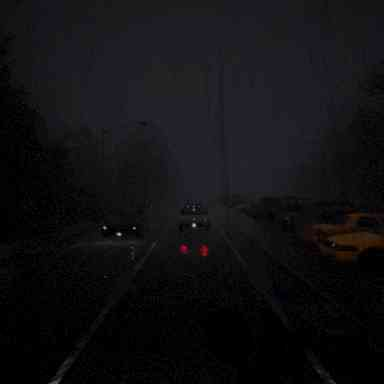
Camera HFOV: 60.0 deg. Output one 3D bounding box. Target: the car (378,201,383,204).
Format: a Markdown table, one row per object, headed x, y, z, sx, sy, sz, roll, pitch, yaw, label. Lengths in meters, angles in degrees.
| x | y | z | sx | sy | sz | roll | pitch | yaw | label |
| --- | --- | --- | --- | --- | --- | --- | --- | --- | --- |
| 20.119 | 1.254 | 29.366 | 5.566 | 2.045 | 2.435 | 0 | 0 | 0 | car |

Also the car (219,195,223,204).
| x | y | z | sx | sy | sz | roll | pitch | yaw | label |
| --- | --- | --- | --- | --- | --- | --- | --- | --- | --- |
| 7.213 | 1.576 | 51.748 | 5.008 | 1.535 | 2.097 | 0 | 0 | 0 | car |

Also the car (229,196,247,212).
| x | y | z | sx | sy | sz | roll | pitch | yaw | label |
| --- | --- | --- | --- | --- | --- | --- | --- | --- | --- |
| 6.920 | 1.524 | 35.092 | 5.366 | 1.575 | 1.946 | 0 | 0 | 0 | car |

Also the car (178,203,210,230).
| x | y | z | sx | sy | sz | roll | pitch | yaw | label |
| --- | --- | --- | --- | --- | --- | --- | --- | --- | --- |
| 0.133 | 1.606 | 21.202 | 1.895 | 1.301 | 4.718 | 0 | 0 | 0 | car |

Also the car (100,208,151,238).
| x | y | z | sx | sy | sz | roll | pitch | yaw | label |
| --- | --- | --- | --- | --- | --- | --- | --- | --- | --- |
| -3.326 | 1.549 | 17.829 | 2.033 | 1.411 | 5.357 | 0 | 0 | 0 | car |

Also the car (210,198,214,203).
| x | y | z | sx | sy | sz | roll | pitch | yaw | label |
| --- | --- | --- | --- | --- | --- | --- | --- | --- | --- |
| 7.393 | 1.902 | 76.710 | 5.008 | 1.535 | 2.097 | 0 | -1 | 0 | car |

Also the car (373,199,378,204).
| x | y | z | sx | sy | sz | roll | pitch | yaw | label |
| --- | --- | --- | --- | --- | --- | --- | --- | --- | --- |
| 20.138 | 1.262 | 32.136 | 5.566 | 2.045 | 2.435 | 0 | 0 | 0 | car |

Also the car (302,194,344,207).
| x | y | z | sx | sy | sz | roll | pitch | yaw | label |
| --- | --- | --- | --- | --- | --- | --- | --- | --- | --- |
| 20.270 | 1.319 | 51.653 | 5.566 | 2.045 | 2.435 | 0 | 0 | 0 | car |

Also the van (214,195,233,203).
| x | y | z | sx | sy | sz | roll | pitch | yaw | label |
| --- | --- | --- | --- | --- | --- | --- | --- | --- | --- |
| 7.523 | 1.729 | 79.490 | 4.442 | 1.987 | 1.878 | 0 | -1 | 0 | van |

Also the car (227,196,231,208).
| x | y | z | sx | sy | sz | roll | pitch | yaw | label |
| --- | --- | --- | --- | --- | --- | --- | --- | --- | --- |
| 7.137 | 1.544 | 40.643 | 4.892 | 1.521 | 2.231 | 0 | 0 | 0 | car |

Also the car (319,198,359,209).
| x | y | z | sx | sy | sz | roll | pitch | yaw | label |
| --- | --- | --- | --- | --- | --- | --- | --- | --- | --- |
| 20.258 | 1.594 | 45.986 | 4.674 | 1.452 | 2.002 | 0 | 0 | 0 | car |

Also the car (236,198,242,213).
| x | y | z | sx | sy | sz | roll | pitch | yaw | label |
| --- | --- | --- | --- | --- | --- | --- | --- | --- | --- |
| 7.058 | 1.548 | 32.315 | 4.792 | 1.488 | 2.163 | 0 | 0 | 0 | car |

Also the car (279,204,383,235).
| x | y | z | sx | sy | sz | roll | pitch | yaw | label |
| --- | --- | --- | --- | --- | --- | --- | --- | --- | --- |
| 6.968 | 1.480 | 15.657 | 4.892 | 1.521 | 2.231 | 0 | 0 | 0 | car |

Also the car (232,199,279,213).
| x | y | z | sx | sy | sz | roll | pitch | yaw | label |
| --- | --- | --- | --- | --- | --- | --- | --- | --- | --- |
| 7.131 | 1.536 | 37.867 | 4.892 | 1.521 | 2.231 | 0 | 0 | 0 | car |

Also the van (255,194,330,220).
| x | y | z | sx | sy | sz | roll | pitch | yaw | label |
| --- | --- | --- | --- | --- | --- | --- | --- | --- | --- |
| 7.147 | 1.268 | 23.986 | 4.442 | 1.987 | 1.878 | 0 | 0 | 0 | van |

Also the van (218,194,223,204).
| x | y | z | sx | sy | sz | roll | pitch | yaw | label |
| --- | --- | --- | --- | --- | --- | --- | --- | --- | --- |
| 7.139 | 1.366 | 57.301 | 4.442 | 1.987 | 1.878 | 0 | 0 | 0 | van |

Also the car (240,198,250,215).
| x | y | z | sx | sy | sz | roll | pitch | yaw | label |
| --- | --- | --- | --- | --- | --- | --- | --- | --- | --- |
| 7.039 | 1.540 | 29.539 | 4.792 | 1.488 | 2.163 | 0 | 0 | 0 | car |

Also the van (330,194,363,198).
| x | y | z | sx | sy | sz | roll | pitch | yaw | label |
| --- | --- | --- | --- | --- | --- | --- | --- | --- | --- |
| 20.358 | 1.320 | 43.342 | 4.442 | 1.987 | 1.878 | 0 | 0 | 0 | van |

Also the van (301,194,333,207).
| x | y | z | sx | sy | sz | roll | pitch | yaw | label |
| --- | --- | --- | --- | --- | --- | --- | --- | --- | --- |
| 20.434 | 1.353 | 54.422 | 4.442 | 1.987 | 1.878 | 0 | 0 | 0 | van |

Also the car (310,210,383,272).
| x | y | z | sx | sy | sz | roll | pitch | yaw | label |
| --- | --- | --- | --- | --- | --- | --- | --- | --- | --- |
| 6.752 | 1.489 | 10.238 | 5.366 | 1.575 | 1.946 | 0 | 0 | 0 | car |

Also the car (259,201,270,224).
| x | y | z | sx | sy | sz | roll | pitch | yaw | label |
| --- | --- | --- | --- | --- | --- | --- | --- | --- | --- |
| 7.041 | 1.516 | 21.210 | 4.792 | 1.488 | 2.163 | 0 | 0 | 0 | car |

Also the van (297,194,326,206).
| x | y | z | sx | sy | sz | roll | pitch | yaw | label |
| --- | --- | --- | --- | --- | --- | --- | --- | --- | --- |
| 20.451 | 1.361 | 57.067 | 4.442 | 1.987 | 1.878 | 0 | 0 | 0 | van |

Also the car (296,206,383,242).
| x | y | z | sx | sy | sz | roll | pitch | yaw | label |
| --- | --- | --- | --- | --- | --- | --- | --- | --- | --- |
| 7.141 | 1.480 | 12.889 | 5.366 | 1.575 | 1.946 | 0 | 0 | 0 | car |

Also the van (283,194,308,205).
| x | y | z | sx | sy | sz | roll | pitch | yaw | label |
| --- | --- | --- | --- | --- | --- | --- | --- | --- | --- |
| 20.274 | 1.456 | 65.362 | 4.442 | 1.987 | 1.878 | 0 | -1 | 0 | van |

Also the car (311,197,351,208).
| x | y | z | sx | sy | sz | roll | pitch | yaw | label |
| --- | --- | --- | --- | --- | --- | --- | --- | --- | --- |
| 20.273 | 1.562 | 48.757 | 5.008 | 1.535 | 2.097 | 0 | 0 | 0 | car |

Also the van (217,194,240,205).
| x | y | z | sx | sy | sz | roll | pitch | yaw | label |
| --- | --- | --- | --- | --- | --- | --- | --- | --- | --- |
| 7.196 | 1.465 | 65.613 | 4.442 | 1.987 | 1.878 | 0 | -1 | 0 | van |

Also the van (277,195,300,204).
| x | y | z | sx | sy | sz | roll | pitch | yaw | label |
| --- | --- | --- | --- | --- | --- | --- | --- | --- | --- |
| 20.545 | 1.562 | 70.899 | 4.442 | 1.987 | 1.878 | 0 | -1 | 0 | van |

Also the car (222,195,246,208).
| x | y | z | sx | sy | sz | roll | pitch | yaw | label |
| --- | --- | --- | --- | --- | --- | --- | --- | --- | --- |
| 6.977 | 1.549 | 43.420 | 5.366 | 1.575 | 1.946 | 0 | 0 | 0 | car |

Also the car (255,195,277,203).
| x | y | z | sx | sy | sz | roll | pitch | yaw | label |
| --- | --- | --- | --- | --- | --- | --- | --- | --- | --- |
| 20.606 | 1.965 | 93.054 | 5.566 | 2.045 | 2.435 | 0 | -1 | 0 | car |

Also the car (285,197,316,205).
| x | y | z | sx | sy | sz | roll | pitch | yaw | label |
| --- | --- | --- | --- | --- | --- | --- | --- | --- | --- |
| 20.377 | 1.629 | 62.588 | 5.008 | 1.535 | 2.097 | 0 | -1 | 0 | car |

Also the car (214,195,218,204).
| x | y | z | sx | sy | sz | roll | pitch | yaw | label |
| --- | --- | --- | --- | --- | --- | --- | --- | --- | --- |
| 7.303 | 1.349 | 60.077 | 5.566 | 2.045 | 2.435 | 0 | 0 | 0 | car |

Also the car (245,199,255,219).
| x | y | z | sx | sy | sz | roll | pitch | yaw | label |
| --- | --- | --- | --- | --- | --- | --- | --- | --- | --- |
| 7.020 | 1.532 | 26.763 | 4.792 | 1.488 | 2.163 | 0 | 0 | 0 | car |

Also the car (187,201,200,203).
| x | y | z | sx | sy | sz | roll | pitch | yaw | label |
| --- | --- | --- | --- | --- | --- | --- | --- | --- | --- |
| 0.201 | 1.635 | 38.032 | 1.895 | 1.301 | 4.718 | 0 | 0 | 0 | car |

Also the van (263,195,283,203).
| x | y | z | sx | sy | sz | roll | pitch | yaw | label |
| --- | --- | --- | --- | --- | --- | --- | --- | --- | --- |
| 20.639 | 1.825 | 84.748 | 4.442 | 1.987 | 1.878 | 0 | -1 | 0 | van |

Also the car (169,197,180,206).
| x | y | z | sx | sy | sz | roll | pitch | yaw | label |
| --- | --- | --- | --- | --- | --- | --- | --- | --- | --- |
| -3.086 | 1.694 | 59.207 | 1.812 | 1.442 | 4.674 | 0 | 0 | 1 | car |

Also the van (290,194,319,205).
| x | y | z | sx | sy | sz | roll | pitch | yaw | label |
| --- | --- | --- | --- | --- | --- | --- | --- | --- | --- |
| 20.238 | 1.369 | 59.972 | 4.442 | 1.987 | 1.878 | 0 | -1 | 0 | van |

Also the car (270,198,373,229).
| x | y | z | sx | sy | sz | roll | pitch | yaw | label |
| --- | --- | --- | --- | --- | --- | --- | --- | --- | --- |
| 7.024 | 1.355 | 18.437 | 4.553 | 1.767 | 2.185 | 0 | 0 | 0 | car |

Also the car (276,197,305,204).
| x | y | z | sx | sy | sz | roll | pitch | yaw | label |
| --- | --- | --- | --- | --- | --- | --- | --- | --- | --- |
| 20.225 | 1.732 | 68.126 | 5.366 | 1.575 | 1.946 | 0 | -1 | 0 | car |

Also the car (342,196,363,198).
| x | y | z | sx | sy | sz | roll | pitch | yaw | label |
| --- | --- | --- | --- | --- | --- | --- | --- | --- | --- |
| 20.198 | 1.529 | 37.676 | 5.008 | 1.535 | 2.097 | 0 | 0 | 0 | car |

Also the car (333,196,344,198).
| x | y | z | sx | sy | sz | roll | pitch | yaw | label |
| --- | --- | --- | --- | --- | --- | --- | --- | --- | --- |
| 20.226 | 1.578 | 40.571 | 4.674 | 1.452 | 2.002 | 0 | 0 | 0 | car |
